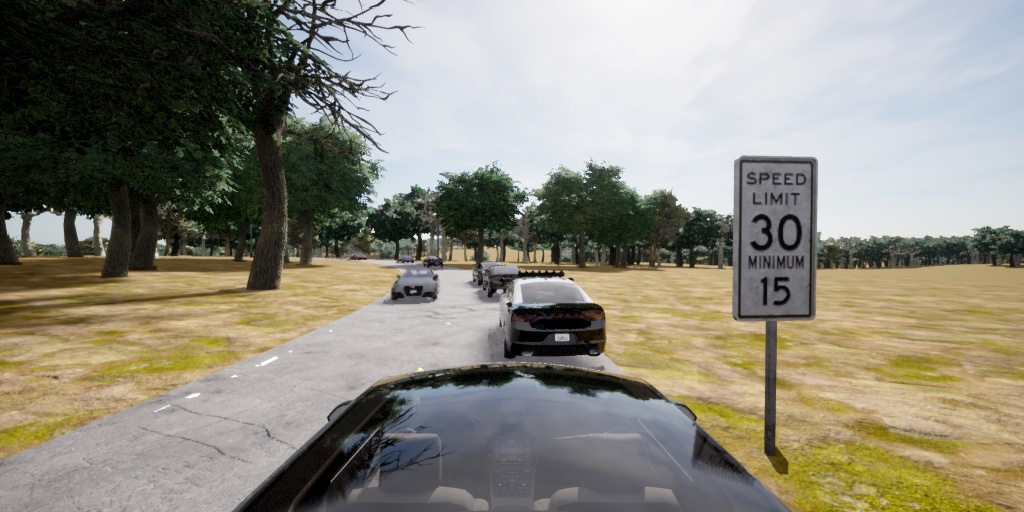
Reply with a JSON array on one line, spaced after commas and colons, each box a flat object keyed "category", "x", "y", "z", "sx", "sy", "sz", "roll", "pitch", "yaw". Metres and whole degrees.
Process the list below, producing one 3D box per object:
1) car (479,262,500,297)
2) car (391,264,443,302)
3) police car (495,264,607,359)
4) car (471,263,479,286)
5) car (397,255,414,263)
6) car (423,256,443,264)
[{"category": "car", "x": -0.473, "y": 1.174, "z": 18.666, "sx": 1.882, "sy": 1.535, "sz": 5.008, "roll": 0, "pitch": 1, "yaw": -9}, {"category": "car", "x": -4.413, "y": 1.284, "z": 16.929, "sx": 1.994, "sy": 1.385, "sz": 4.181, "roll": 0, "pitch": 0, "yaw": -9}, {"category": "police car", "x": 0.675, "y": 1.167, "z": 8.627, "sx": 1.930, "sy": 1.638, "sz": 5.238, "roll": 0, "pitch": 0, "yaw": -4}, {"category": "car", "x": -1.615, "y": 1.143, "z": 24.689, "sx": 1.837, "sy": 1.490, "sz": 4.892, "roll": 0, "pitch": 1, "yaw": -12}, {"category": "car", "x": -18.437, "y": 0.514, "z": 61.886, "sx": 1.994, "sy": 1.385, "sz": 4.181, "roll": -1, "pitch": 1, "yaw": -35}, {"category": "car", "x": -10.589, "y": 0.703, "z": 47.799, "sx": 1.882, "sy": 1.535, "sz": 5.008, "roll": 0, "pitch": 1, "yaw": -25}]
